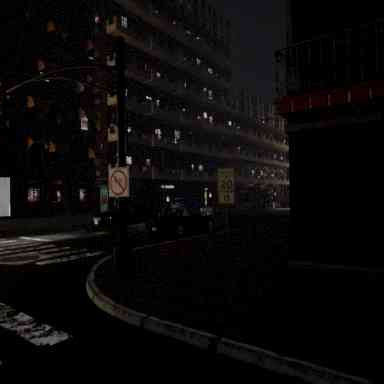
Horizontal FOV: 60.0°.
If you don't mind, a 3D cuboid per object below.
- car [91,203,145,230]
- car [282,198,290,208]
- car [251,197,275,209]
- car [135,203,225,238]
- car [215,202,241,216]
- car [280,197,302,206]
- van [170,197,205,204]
[{"bbox_3d":[-4.085,1.487,21.039,2.128,1.511,4.902,-1,-1,35],"label":"car"},{"bbox_3d":[13.978,1.455,46.034,1.812,1.442,4.674,-1,-1,36],"label":"car"},{"bbox_3d":[9.399,1.432,44.007,1.967,1.590,4.097,-1,-1,36],"label":"car"},{"bbox_3d":[-0.455,1.435,16.792,2.008,1.369,4.403,-1,-1,36],"label":"car"},{"bbox_3d":[2.636,1.570,30.368,1.895,1.301,4.718,-1,-1,36],"label":"car"},{"bbox_3d":[15.803,1.497,52.915,1.752,1.417,4.829,-1,-1,36],"label":"car"},{"bbox_3d":[-0.356,1.366,30.437,1.690,1.788,3.998,-1,-1,36],"label":"van"}]
